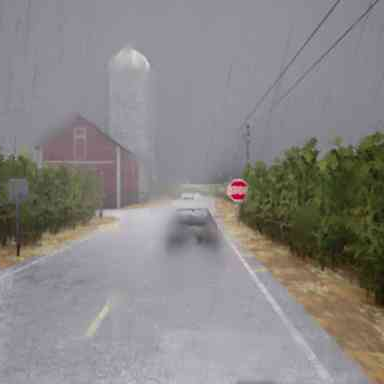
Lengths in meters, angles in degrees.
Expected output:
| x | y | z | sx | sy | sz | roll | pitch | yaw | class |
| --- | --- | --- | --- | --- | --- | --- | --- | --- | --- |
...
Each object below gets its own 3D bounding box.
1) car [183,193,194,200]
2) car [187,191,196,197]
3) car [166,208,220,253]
| x | y | z | sx | sy | sz | roll | pitch | yaw | class |
| --- | --- | --- | --- | --- | --- | --- | --- | --- | --- |
| -0.689 | 0.923 | 66.583 | 1.812 | 1.442 | 4.674 | 0 | 1 | 5 | car |
| -0.167 | 0.413 | 81.988 | 2.033 | 1.411 | 5.357 | 0 | 1 | -1 | car |
| 0.051 | 1.373 | 13.027 | 2.128 | 1.511 | 4.902 | 0 | 1 | 1 | car |
